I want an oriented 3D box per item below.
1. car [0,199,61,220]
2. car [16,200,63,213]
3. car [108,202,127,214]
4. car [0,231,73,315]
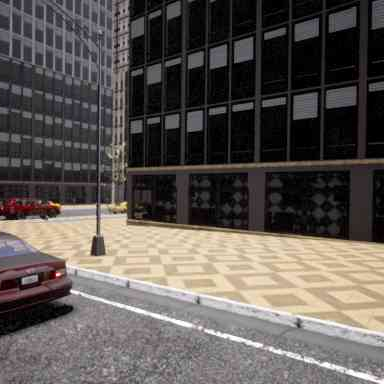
[{"bbox_3d":[-14.424,1.518,29.816,2.192,1.841,5.009,1,0,37],"label":"car"},{"bbox_3d":[-17.898,1.641,39.199,1.752,1.417,4.829,1,0,37],"label":"car"},{"bbox_3d":[-7.603,1.829,39.010,1.752,1.417,4.829,1,0,37],"label":"car"},{"bbox_3d":[-4.819,1.543,7.137,5.357,1.411,2.033,0,0,35],"label":"car"}]
